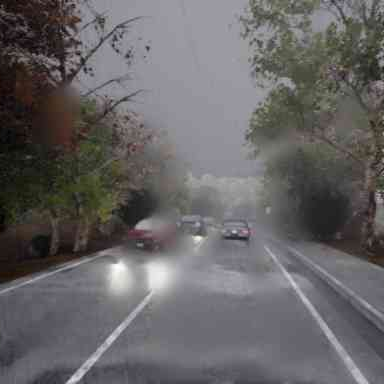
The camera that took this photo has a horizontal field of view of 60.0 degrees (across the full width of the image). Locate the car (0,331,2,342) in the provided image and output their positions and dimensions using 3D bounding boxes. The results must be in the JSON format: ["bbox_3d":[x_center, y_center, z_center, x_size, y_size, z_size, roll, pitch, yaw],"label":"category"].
[{"bbox_3d":[-3.670,1.554,2.586,1.994,1.385,4.181,1,-1,11],"label":"car"}]

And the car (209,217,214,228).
[{"bbox_3d":[2.175,4.102,44.448,1.837,1.490,4.892,1,-5,8],"label":"car"}]

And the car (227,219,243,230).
[{"bbox_3d":[5.659,4.196,43.669,1.895,1.301,4.718,1,-4,8],"label":"car"}]

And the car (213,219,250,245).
[{"bbox_3d":[2.605,2.377,20.400,2.033,1.411,5.357,1,-4,7],"label":"car"}]

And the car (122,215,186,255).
[{"bbox_3d":[-1.738,1.951,15.709,1.882,1.535,5.008,1,-3,8],"label":"car"}]

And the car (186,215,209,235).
[{"bbox_3d":[-0.043,2.695,28.260,2.097,1.767,4.553,1,-4,8],"label":"car"}]
